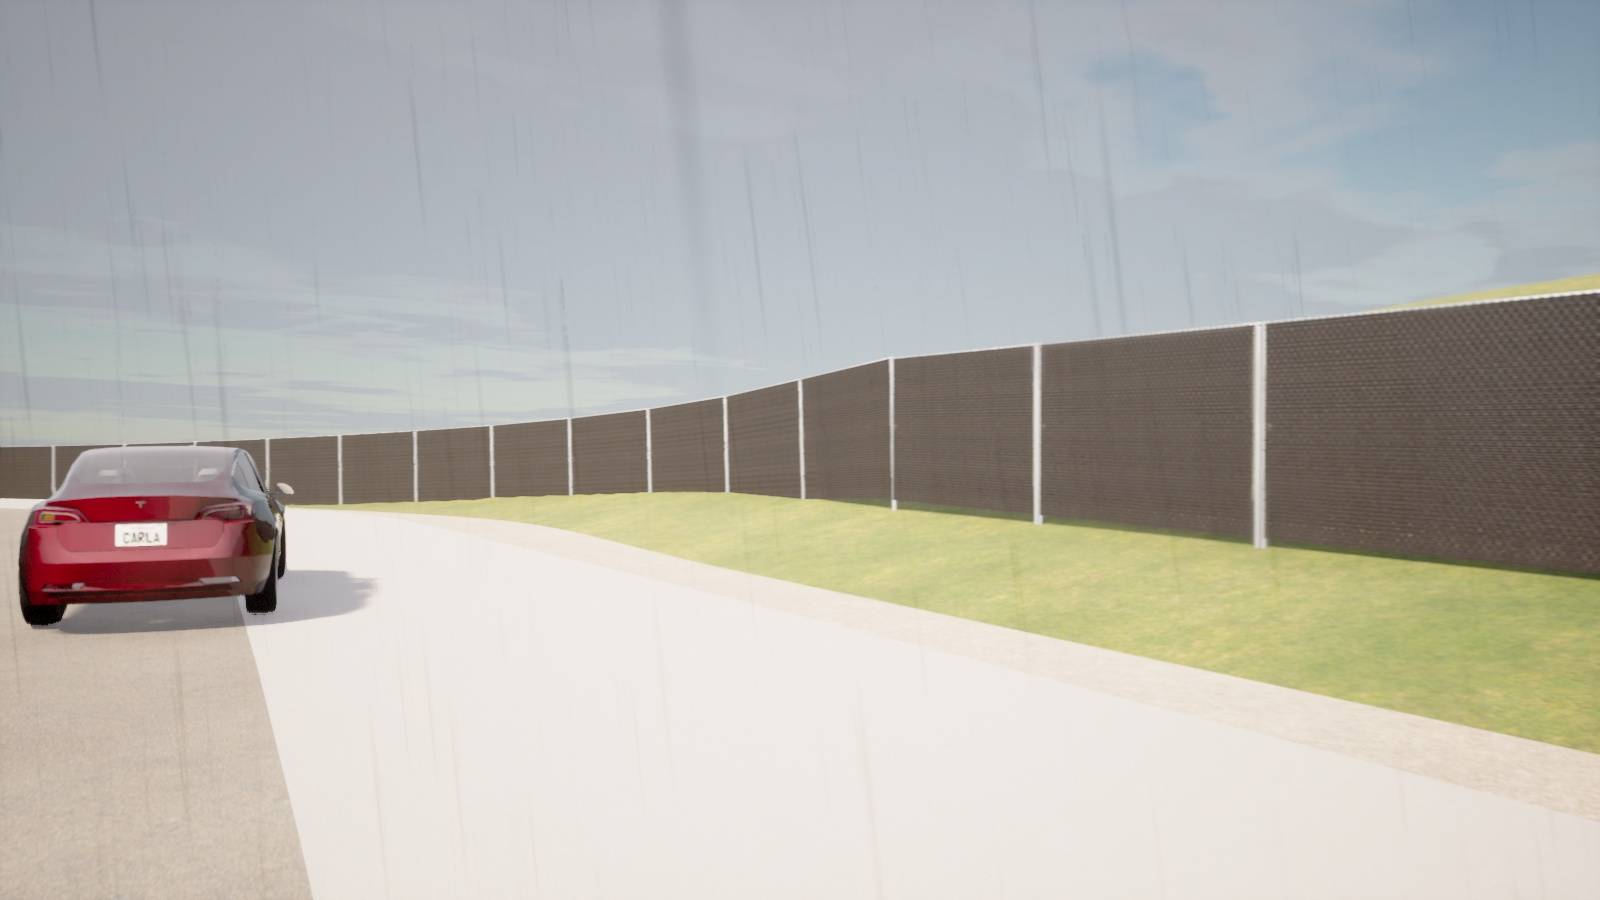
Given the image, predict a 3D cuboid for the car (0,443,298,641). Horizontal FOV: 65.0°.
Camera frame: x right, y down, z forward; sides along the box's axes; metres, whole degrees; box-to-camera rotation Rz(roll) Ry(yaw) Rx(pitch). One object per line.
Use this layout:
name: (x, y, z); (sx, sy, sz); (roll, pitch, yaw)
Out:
car: (-6.047, 0.686, 12.134); (2.163, 1.488, 4.792); (-1, 1, -21)
